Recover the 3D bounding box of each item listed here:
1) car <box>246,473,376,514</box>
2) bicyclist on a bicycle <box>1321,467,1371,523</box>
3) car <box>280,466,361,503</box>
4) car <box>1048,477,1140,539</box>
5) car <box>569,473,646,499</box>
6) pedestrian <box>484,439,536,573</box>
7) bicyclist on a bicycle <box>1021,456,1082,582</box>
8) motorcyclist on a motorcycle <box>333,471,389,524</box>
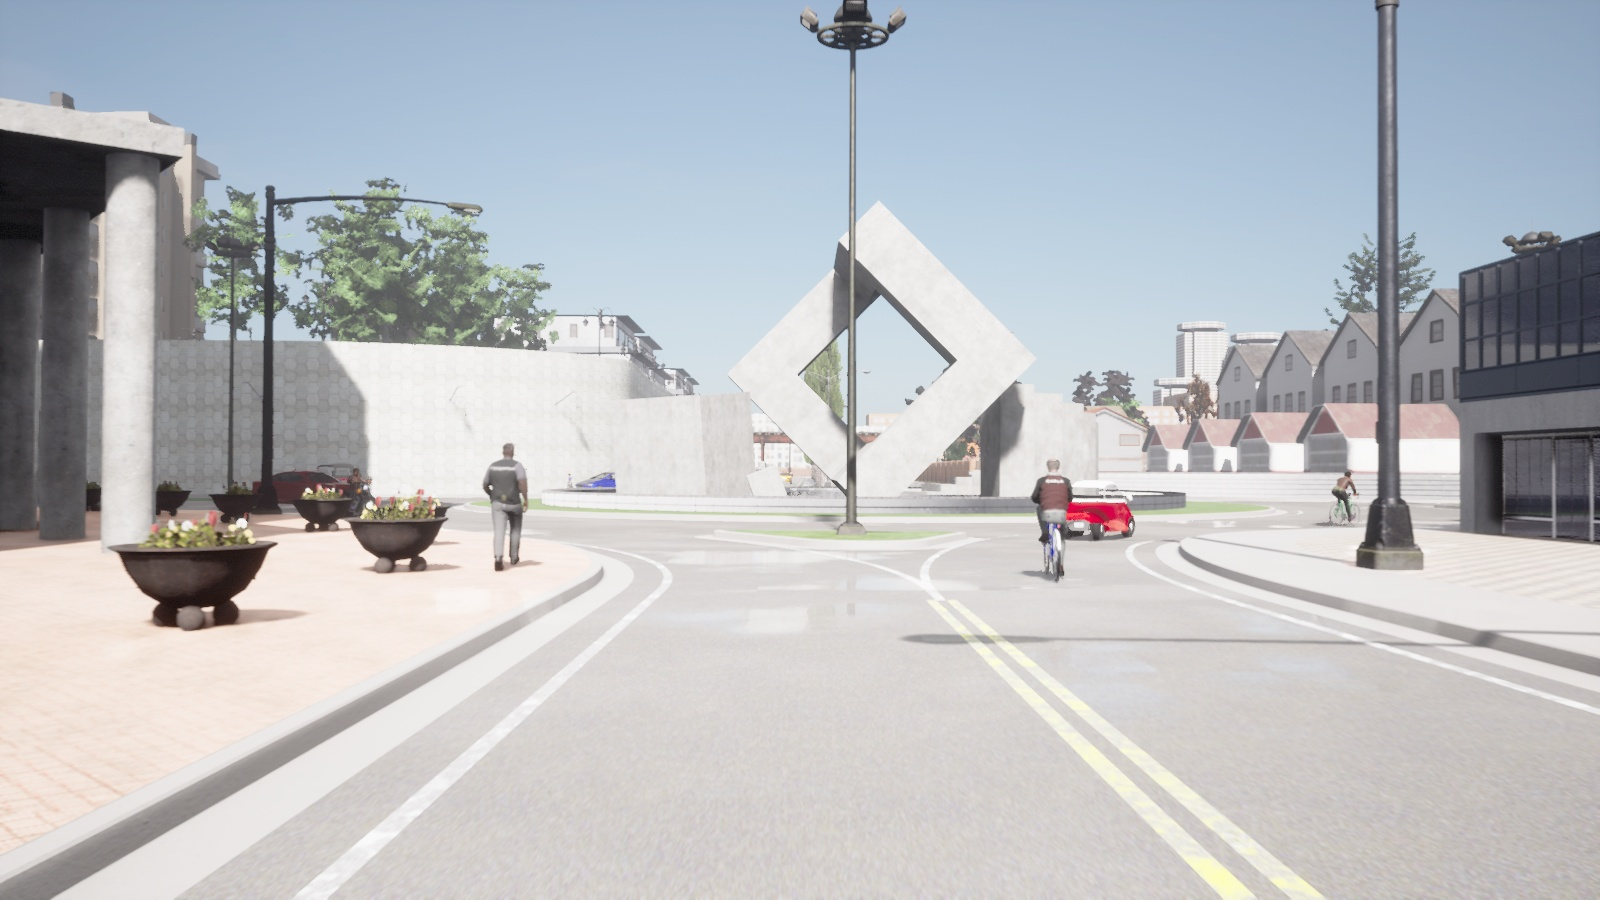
[{"bbox_3d":[-19.306,1.699,49.521,5.008,1.535,1.882,-1,-1,26],"label":"car"},{"bbox_3d":[16.115,1.324,37.066,1.656,1.620,0.582,1,-2,-37],"label":"bicyclist on a bicycle"},{"bbox_3d":[-25.069,1.812,65.798,3.866,1.878,1.905,0,-1,-18],"label":"car"},{"bbox_3d":[6.973,1.339,29.672,1.481,1.376,2.207,-1,-1,31],"label":"car"},{"bbox_3d":[-11.391,2.120,74.460,4.193,1.474,1.816,1,-1,-45],"label":"car"},{"bbox_3d":[-4.163,0.788,18.046,0.563,1.883,0.849,0,-1,-1],"label":"pedestrian"},{"bbox_3d":[3.697,0.981,18.565,0.659,1.776,1.843,0,-1,5],"label":"bicyclist on a bicycle"},{"bbox_3d":[-14.099,1.496,40.311,0.766,1.649,2.350,1,-1,-44],"label":"motorcyclist on a motorcycle"}]
